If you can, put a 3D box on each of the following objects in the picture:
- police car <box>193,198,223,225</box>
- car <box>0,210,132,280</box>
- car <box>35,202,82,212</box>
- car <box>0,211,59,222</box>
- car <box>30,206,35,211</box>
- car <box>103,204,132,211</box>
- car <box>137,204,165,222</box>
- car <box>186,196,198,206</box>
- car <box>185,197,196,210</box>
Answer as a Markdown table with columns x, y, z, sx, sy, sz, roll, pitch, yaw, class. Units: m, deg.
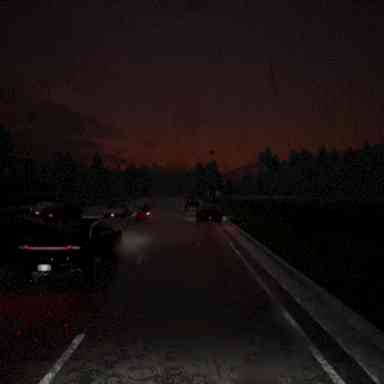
| x | y | z | sx | sy | sz | roll | pitch | yaw | class |
| --- | --- | --- | --- | --- | --- | --- | --- | --- | --- |
| 1.228 | 1.536 | 24.967 | 1.930 | 1.638 | 5.238 | 0 | 0 | 0 | police car |
| -3.399 | 1.536 | 10.086 | 2.128 | 1.511 | 4.902 | 0 | 0 | 0 | car |
| -10.397 | 1.596 | 26.933 | 1.882 | 1.535 | 5.008 | 0 | 0 | 0 | car |
| -6.898 | 1.619 | 12.429 | 1.994 | 1.385 | 4.181 | 0 | 0 | 0 | car |
| -13.910 | 1.667 | 32.158 | 1.812 | 1.442 | 4.674 | 0 | 0 | 0 | car |
| -6.895 | 1.738 | 31.081 | 1.895 | 1.301 | 4.718 | 0 | 0 | 0 | car |
| -3.396 | 1.688 | 28.041 | 1.994 | 1.385 | 4.181 | 0 | 0 | 0 | car |
| 0.006 | 1.618 | 60.258 | 2.097 | 1.767 | 4.553 | 0 | 0 | 0 | car |
| 0.012 | 1.710 | 46.186 | 1.837 | 1.490 | 4.892 | 0 | 0 | 0 | car |
